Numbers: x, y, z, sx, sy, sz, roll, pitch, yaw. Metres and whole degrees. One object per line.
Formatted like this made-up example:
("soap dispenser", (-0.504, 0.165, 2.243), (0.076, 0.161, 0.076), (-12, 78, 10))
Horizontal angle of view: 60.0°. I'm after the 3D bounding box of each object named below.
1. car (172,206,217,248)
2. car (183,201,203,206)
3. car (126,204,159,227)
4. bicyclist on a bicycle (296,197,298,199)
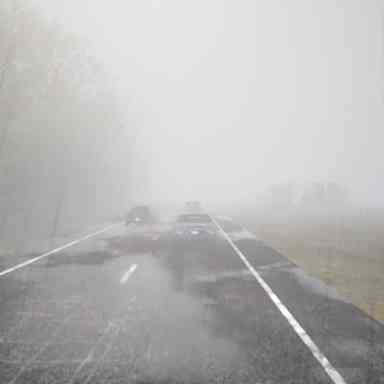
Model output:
("car", (0.101, 1.560, 14.880), (2.033, 1.411, 5.357), (0, 0, 0))
("car", (0.102, 1.572, 33.016), (2.033, 1.411, 5.357), (0, 0, 0))
("car", (-3.399, 1.544, 23.111), (1.812, 1.442, 4.674), (0, 0, 0))
("bicyclist on a bicycle", (24.305, 1.692, 77.007), (0.582, 1.620, 1.656), (1, 0, 0))
